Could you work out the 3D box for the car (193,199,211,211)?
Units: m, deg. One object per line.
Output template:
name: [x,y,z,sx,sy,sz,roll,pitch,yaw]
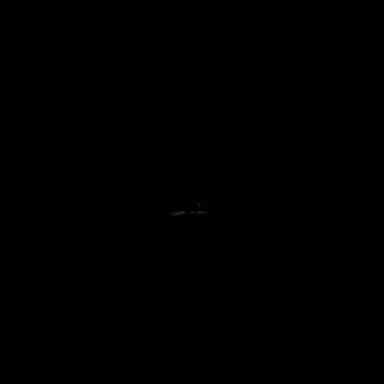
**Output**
car: [1.677,1.567,41.831,1.882,1.535,5.008,0,0,35]
